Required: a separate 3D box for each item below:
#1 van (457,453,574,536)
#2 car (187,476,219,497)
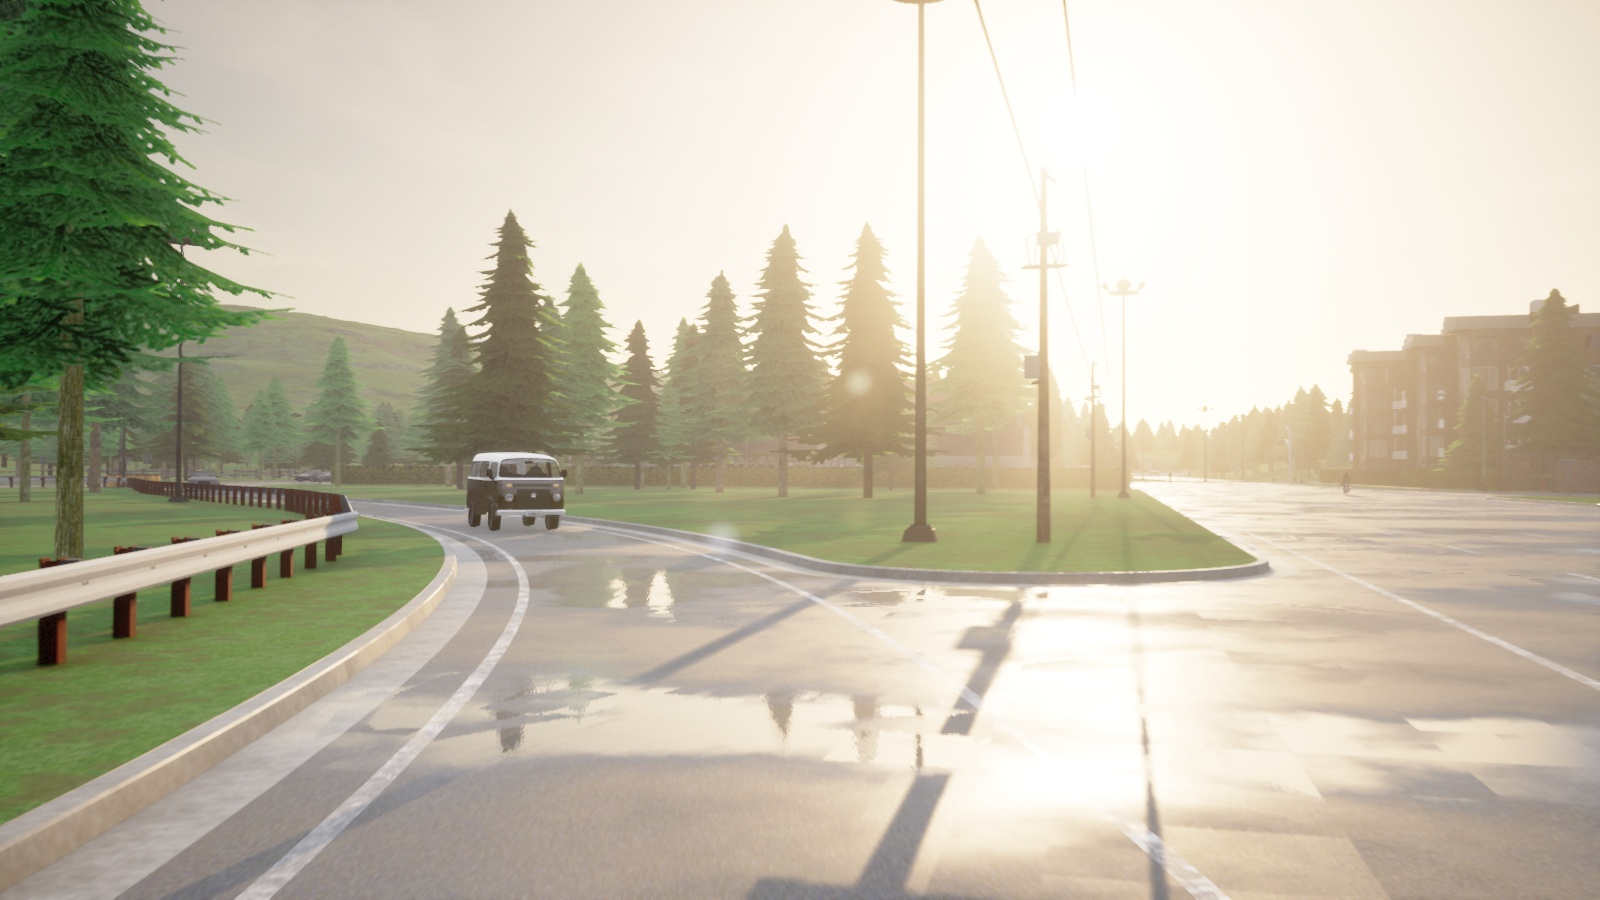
[{"bbox_3d":[-7.633,1.130,33.391,2.069,2.038,4.480,0,-1,-26],"label":"van"},{"bbox_3d":[-42.162,2.551,88.619,1.994,1.385,4.181,0,-1,-26],"label":"car"}]
